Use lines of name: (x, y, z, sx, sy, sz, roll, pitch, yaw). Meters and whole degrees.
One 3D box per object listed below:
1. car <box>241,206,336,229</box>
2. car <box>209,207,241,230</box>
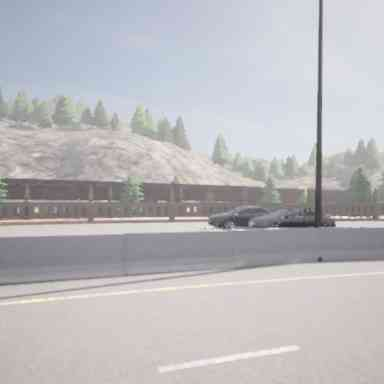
car: (5.567, 1.659, 18.605, 4.902, 1.511, 2.128, 0, 0, -13)
car: (3.525, 1.683, 21.711, 4.892, 1.490, 1.837, 1, -1, -13)
